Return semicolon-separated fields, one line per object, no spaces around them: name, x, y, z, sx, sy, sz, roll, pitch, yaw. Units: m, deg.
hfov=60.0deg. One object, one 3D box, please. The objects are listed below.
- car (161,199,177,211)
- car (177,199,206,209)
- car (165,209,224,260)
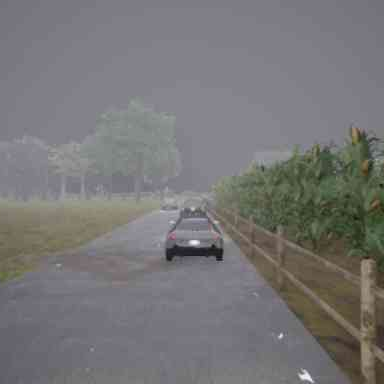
car;-2.849;1.603;42.752;1.812;1.442;4.674;0;0;0
car;0.083;1.385;27.909;2.097;1.767;4.553;0;0;0
car;0.085;1.572;12.537;1.994;1.385;4.181;0;0;0
